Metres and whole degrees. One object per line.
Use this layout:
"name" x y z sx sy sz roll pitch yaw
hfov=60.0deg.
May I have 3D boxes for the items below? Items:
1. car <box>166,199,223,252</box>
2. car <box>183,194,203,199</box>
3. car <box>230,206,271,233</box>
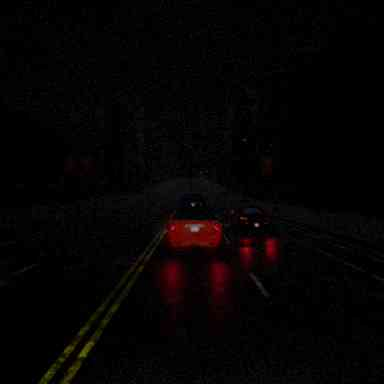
"car" 0.099 1.347 14.022 2.097 1.767 4.553 0 0 0
"car" 0.099 1.199 31.183 2.150 2.045 5.566 0 0 0
"car" 3.350 1.516 19.524 1.812 1.442 4.674 0 0 0
